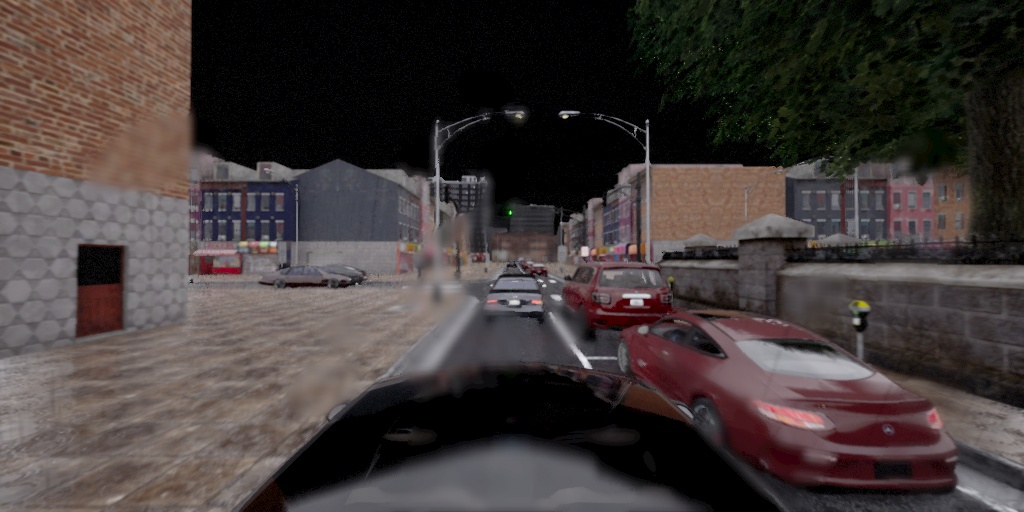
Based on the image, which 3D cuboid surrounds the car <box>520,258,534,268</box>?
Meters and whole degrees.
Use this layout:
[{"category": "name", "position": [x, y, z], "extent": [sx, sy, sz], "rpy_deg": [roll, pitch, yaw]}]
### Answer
[{"category": "car", "position": [2.621, 1.392, 52.745], "extent": [1.888, 1.381, 4.507], "rpy_deg": [0, 0, 0]}]

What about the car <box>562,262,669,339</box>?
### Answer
[{"category": "car", "position": [2.636, 1.071, 10.005], "extent": [2.192, 1.841, 5.009], "rpy_deg": [0, 0, 0]}]

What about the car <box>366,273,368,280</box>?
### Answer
[{"category": "car", "position": [-12.369, 1.299, 24.614], "extent": [4.674, 1.442, 1.812], "rpy_deg": [0, -1, -1]}]

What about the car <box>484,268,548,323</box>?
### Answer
[{"category": "car", "position": [0.200, 1.307, 12.200], "extent": [2.033, 1.411, 5.357], "rpy_deg": [0, 0, 3]}]

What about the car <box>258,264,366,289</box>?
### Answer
[{"category": "car", "position": [-12.055, 1.283, 21.545], "extent": [5.357, 1.411, 2.033], "rpy_deg": [0, -1, -4]}]

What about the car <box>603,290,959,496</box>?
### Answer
[{"category": "car", "position": [2.638, 1.334, 4.556], "extent": [1.802, 1.307, 4.207], "rpy_deg": [0, 0, 0]}]

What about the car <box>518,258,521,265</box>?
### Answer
[{"category": "car", "position": [2.619, 1.179, 58.183], "extent": [2.192, 1.841, 5.009], "rpy_deg": [0, 0, 0]}]

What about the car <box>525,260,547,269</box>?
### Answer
[{"category": "car", "position": [2.627, 1.347, 36.434], "extent": [1.888, 1.381, 4.507], "rpy_deg": [0, 0, 0]}]

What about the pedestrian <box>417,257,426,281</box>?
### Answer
[{"category": "pedestrian", "position": [-6.926, 0.958, 27.454], "extent": [0.375, 1.860, 0.375], "rpy_deg": [0, -1, 0]}]

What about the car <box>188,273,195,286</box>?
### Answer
[{"category": "car", "position": [-21.936, 1.215, 21.535], "extent": [4.902, 1.511, 2.128], "rpy_deg": [0, -1, 0]}]
